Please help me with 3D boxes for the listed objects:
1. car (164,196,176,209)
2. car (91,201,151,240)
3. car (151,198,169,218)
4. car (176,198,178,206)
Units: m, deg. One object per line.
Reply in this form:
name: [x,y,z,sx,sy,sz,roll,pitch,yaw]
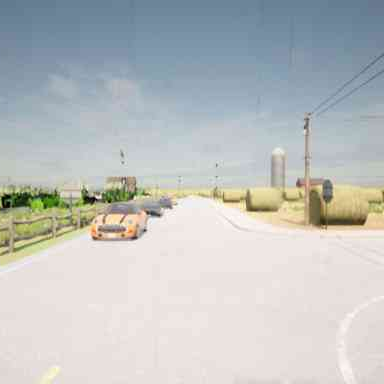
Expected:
car: [-3.498,1.490,43.859,1.837,1.490,4.892,0,0,0]
car: [-3.564,1.347,16.974,2.097,1.767,4.553,0,0,0]
car: [-3.537,1.537,30.094,2.033,1.411,5.357,0,0,0]
car: [-3.429,1.458,56.177,1.882,1.535,5.008,0,0,1]
